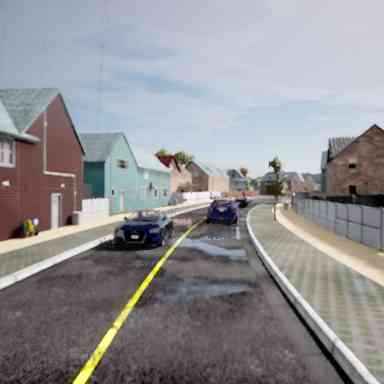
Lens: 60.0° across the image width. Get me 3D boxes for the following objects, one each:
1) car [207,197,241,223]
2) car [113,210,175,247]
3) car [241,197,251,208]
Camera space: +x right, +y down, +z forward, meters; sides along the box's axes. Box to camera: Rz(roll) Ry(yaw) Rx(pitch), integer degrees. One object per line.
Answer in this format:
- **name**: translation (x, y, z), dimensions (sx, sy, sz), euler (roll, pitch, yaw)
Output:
- **car**: translation (2.317, 1.221, 24.305), dimensions (2.097, 1.767, 4.553), euler (0, 1, 9)
- **car**: translation (-1.973, 1.497, 14.571), dimensions (1.994, 1.385, 4.181), euler (0, 0, 6)
- **car**: translation (6.244, 1.245, 41.592), dimensions (1.994, 1.385, 4.181), euler (0, 1, 16)
